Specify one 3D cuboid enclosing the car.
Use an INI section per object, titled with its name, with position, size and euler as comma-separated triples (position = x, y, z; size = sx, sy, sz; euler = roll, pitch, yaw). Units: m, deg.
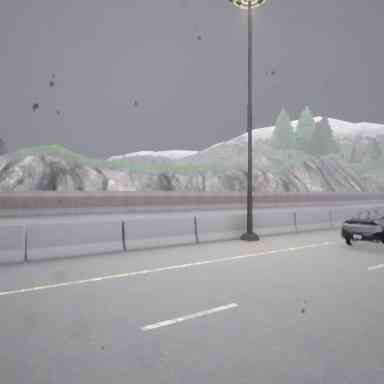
[car]
position = 8.269, 1.495, 14.066
size = 4.902, 1.511, 2.128
euler = 0, 0, -35
